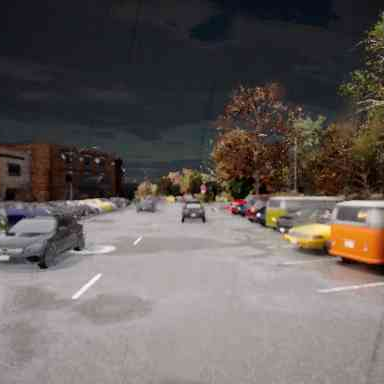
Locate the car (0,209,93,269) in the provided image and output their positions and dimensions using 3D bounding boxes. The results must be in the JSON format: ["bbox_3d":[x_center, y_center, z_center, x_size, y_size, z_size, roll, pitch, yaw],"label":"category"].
[{"bbox_3d":[-5.085,1.524,11.328,1.812,1.442,4.674,0,0,0],"label":"car"}]

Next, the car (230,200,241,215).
[{"bbox_3d":[6.435,1.551,30.794,4.792,1.488,2.163,1,0,-20],"label":"car"}]

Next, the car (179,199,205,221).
[{"bbox_3d":[0.112,1.551,26.994,1.812,1.442,4.674,0,0,0],"label":"car"}]

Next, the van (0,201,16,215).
[{"bbox_3d":[-11.306,1.260,16.144,4.442,1.987,1.878,-1,0,-20],"label":"van"}]

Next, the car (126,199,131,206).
[{"bbox_3d":[-11.396,1.567,48.368,4.892,1.521,2.231,-1,0,-20],"label":"car"}]

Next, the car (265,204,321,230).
[{"bbox_3d":[6.396,1.489,16.059,4.892,1.521,2.231,1,0,-20],"label":"car"}]

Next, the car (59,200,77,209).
[{"bbox_3d":[-11.413,1.507,24.900,4.892,1.521,2.231,-1,0,-20],"label":"car"}]

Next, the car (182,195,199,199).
[{"bbox_3d":[0.287,1.559,43.605,2.128,1.511,4.902,0,0,3],"label":"car"}]

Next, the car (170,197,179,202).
[{"bbox_3d":[-3.438,2.004,89.250,2.231,1.521,4.892,0,-1,-18],"label":"car"}]

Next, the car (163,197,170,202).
[{"bbox_3d":[-5.643,2.097,94.549,2.097,1.535,5.008,-1,-1,-27],"label":"car"}]

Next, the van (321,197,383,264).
[{"bbox_3d":[6.513,1.259,10.213,4.442,1.987,1.878,1,0,-20],"label":"van"}]

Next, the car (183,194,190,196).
[{"bbox_3d":[-0.628,1.723,72.103,2.097,1.535,5.008,0,-1,-1],"label":"car"}]

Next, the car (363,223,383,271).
[{"bbox_3d":[6.396,1.522,7.230,4.674,1.452,2.002,1,0,-20],"label":"car"}]

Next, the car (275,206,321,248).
[{"bbox_3d":[6.229,1.480,13.049,5.366,1.575,1.946,1,0,-20],"label":"car"}]

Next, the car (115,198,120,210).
[{"bbox_3d":[-11.404,1.583,39.571,4.674,1.452,2.002,-1,0,-20],"label":"car"}]

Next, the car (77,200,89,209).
[{"bbox_3d":[-11.378,1.542,27.847,4.792,1.488,2.163,-1,0,-20],"label":"car"}]

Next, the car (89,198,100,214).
[{"bbox_3d":[-11.415,1.522,30.772,4.892,1.521,2.231,-1,0,-20],"label":"car"}]

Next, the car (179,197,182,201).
[{"bbox_3d":[-0.987,1.557,78.090,2.435,2.045,5.566,0,-1,-7],"label":"car"}]

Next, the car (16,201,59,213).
[{"bbox_3d":[-11.440,1.374,21.960,4.553,1.767,2.185,-1,0,-20],"label":"car"}]

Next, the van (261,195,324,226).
[{"bbox_3d":[6.513,1.269,19.049,4.442,1.987,1.878,1,0,-20],"label":"van"}]

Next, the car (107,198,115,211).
[{"bbox_3d":[-11.575,1.535,36.568,5.366,1.575,1.946,-1,0,-20],"label":"car"}]

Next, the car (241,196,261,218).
[{"bbox_3d":[6.381,1.380,24.882,4.553,1.767,2.185,1,0,-20],"label":"car"}]

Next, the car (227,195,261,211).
[{"bbox_3d":[6.388,1.277,33.712,5.566,2.045,2.435,1,0,-20],"label":"car"}]

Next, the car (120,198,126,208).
[{"bbox_3d":[-11.408,1.552,42.505,4.892,1.521,2.231,-1,0,-20],"label":"car"}]

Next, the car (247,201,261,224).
[{"bbox_3d":[6.433,1.529,21.958,4.792,1.488,2.163,1,0,-20],"label":"car"}]

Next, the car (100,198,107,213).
[{"bbox_3d":[-11.406,1.568,33.703,4.674,1.452,2.002,-1,0,-20],"label":"car"}]

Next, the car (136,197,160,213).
[{"bbox_3d":[-5.047,1.559,37.264,1.837,1.490,4.892,0,-1,0],"label":"car"}]
